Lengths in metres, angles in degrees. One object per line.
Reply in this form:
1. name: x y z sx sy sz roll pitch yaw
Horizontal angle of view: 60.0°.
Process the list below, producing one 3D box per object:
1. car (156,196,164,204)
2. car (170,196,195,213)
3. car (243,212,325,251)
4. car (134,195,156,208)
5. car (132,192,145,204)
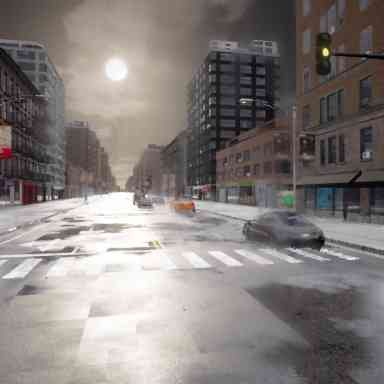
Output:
1. car: -6.195 1.418 60.071 1.994 1.385 4.181 0 0 -12
2. car: -1.082 1.267 36.210 2.097 1.767 4.553 0 0 -12
3. car: 3.676 1.534 14.001 1.994 1.385 4.181 0 0 -12
4. car: -6.632 1.452 46.613 1.994 1.385 4.181 0 0 -12
5. car: -9.135 1.081 57.792 2.150 2.045 5.566 0 0 -12
